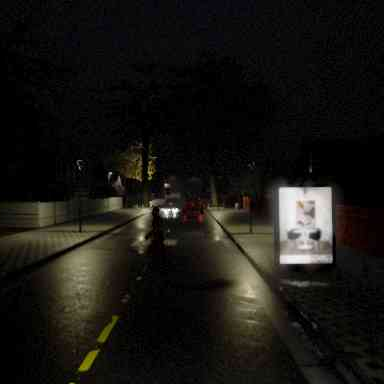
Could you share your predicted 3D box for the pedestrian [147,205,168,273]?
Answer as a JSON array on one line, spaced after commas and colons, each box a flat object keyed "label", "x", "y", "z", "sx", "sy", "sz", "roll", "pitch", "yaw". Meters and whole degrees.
[{"label": "pedestrian", "x": -0.974, "y": 1.293, "z": 9.263, "sx": 0.375, "sy": 1.860, "sz": 0.375, "roll": 1, "pitch": -1, "yaw": -12}]

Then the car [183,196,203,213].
[{"label": "car", "x": 0.094, "y": 1.346, "z": 36.389, "sx": 2.097, "sy": 1.767, "sz": 4.553, "roll": 0, "pitch": 0, "yaw": 0}]

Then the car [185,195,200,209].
[{"label": "car", "x": 0.082, "y": 1.339, "z": 47.055, "sx": 2.097, "sy": 1.767, "sz": 4.553, "roll": 0, "pitch": 0, "yaw": 0}]

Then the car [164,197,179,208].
[{"label": "car", "x": -2.846, "y": 1.478, "z": 47.031, "sx": 2.128, "sy": 1.511, "sz": 4.902, "roll": 0, "pitch": 0, "yaw": 0}]

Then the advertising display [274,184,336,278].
[{"label": "advertising display", "x": 2.996, "y": 1.025, "z": 8.862, "sx": 1.540, "sy": 2.440, "sz": 0.280, "roll": -1, "pitch": -1, "yaw": 0}]
